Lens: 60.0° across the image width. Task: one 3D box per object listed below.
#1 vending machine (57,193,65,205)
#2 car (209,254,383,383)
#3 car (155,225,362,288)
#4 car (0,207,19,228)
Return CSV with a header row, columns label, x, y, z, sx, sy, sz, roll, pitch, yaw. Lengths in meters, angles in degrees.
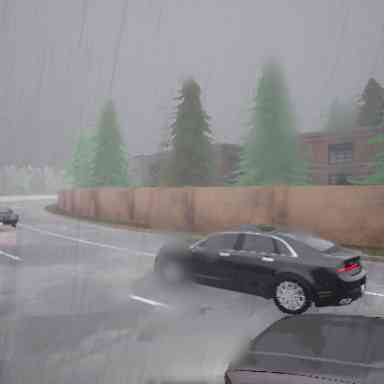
label,x,y,z,sx,sy,sz,roll,pitch,yaw
vending machine,-23.443,1.228,59.457,1.100,2.100,0.880,0,0,-12
car,2.806,1.560,2.045,5.357,1.411,2.033,0,0,35
car,1.262,1.522,7.659,4.892,1.490,1.837,0,0,38
car,-12.758,1.601,21.569,1.895,1.301,4.718,0,0,-39
